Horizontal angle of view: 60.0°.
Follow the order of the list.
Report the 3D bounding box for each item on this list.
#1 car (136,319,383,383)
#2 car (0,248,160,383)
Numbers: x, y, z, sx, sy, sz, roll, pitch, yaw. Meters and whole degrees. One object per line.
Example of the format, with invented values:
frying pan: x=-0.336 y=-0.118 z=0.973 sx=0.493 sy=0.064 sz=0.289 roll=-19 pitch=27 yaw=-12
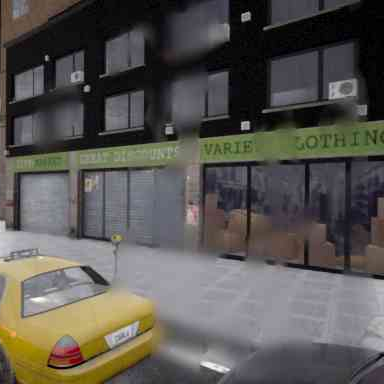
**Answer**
car: x=2.045 y=1.551 z=1.626 sx=4.403 sy=1.369 sz=2.008 roll=0 pitch=1 yaw=36
car: x=-2.636 y=1.524 z=4.974 sx=4.829 sy=1.417 sz=1.752 roll=0 pitch=1 yaw=36
